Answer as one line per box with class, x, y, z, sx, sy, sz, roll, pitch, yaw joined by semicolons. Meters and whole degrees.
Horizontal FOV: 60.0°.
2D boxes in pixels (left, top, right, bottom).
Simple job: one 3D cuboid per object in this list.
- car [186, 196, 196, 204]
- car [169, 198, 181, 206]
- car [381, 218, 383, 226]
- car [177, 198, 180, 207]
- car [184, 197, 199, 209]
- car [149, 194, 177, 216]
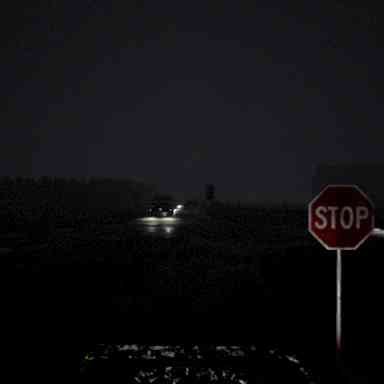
car;-0.241;1.651;68.341;2.033;1.411;5.357;0;0;0
car;-3.057;1.679;59.417;1.895;1.301;4.718;0;0;0
car;14.222;1.705;20.769;4.181;1.385;1.994;1;0;-2
car;-3.024;1.607;45.953;1.994;1.385;4.181;0;0;0
car;-0.082;1.536;46.528;2.128;1.511;4.902;0;0;0
car;-2.956;1.242;33.345;2.150;2.045;5.566;0;0;-1
